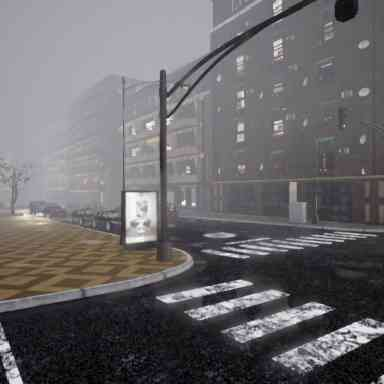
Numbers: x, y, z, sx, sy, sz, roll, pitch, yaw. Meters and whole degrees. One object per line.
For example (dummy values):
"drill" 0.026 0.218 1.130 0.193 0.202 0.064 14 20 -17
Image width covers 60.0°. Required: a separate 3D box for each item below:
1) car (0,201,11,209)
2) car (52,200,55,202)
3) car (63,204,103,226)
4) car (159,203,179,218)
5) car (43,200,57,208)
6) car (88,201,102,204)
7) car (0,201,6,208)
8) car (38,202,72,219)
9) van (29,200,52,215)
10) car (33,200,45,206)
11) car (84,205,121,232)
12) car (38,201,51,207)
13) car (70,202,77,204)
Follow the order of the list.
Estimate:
"car" -38.113 2.702 68.305 2.008 1.369 4.403 -2 0 -36
"car" -25.375 2.469 60.589 1.994 1.385 4.181 -1 -1 -36
"car" -8.840 1.968 27.617 2.008 1.369 4.403 -2 0 -36
"car" -3.154 1.823 34.492 1.967 1.590 4.097 -2 0 -36
"car" -31.326 2.526 73.216 1.967 1.590 4.097 -2 0 -36
"car" -15.001 2.118 50.657 1.967 1.590 4.097 -2 0 -36
"car" -44.641 2.861 77.329 1.887 1.381 4.507 -2 0 -36
"car" -14.916 2.114 36.094 1.887 1.381 4.507 -2 0 -36
"van" -19.834 2.034 42.982 1.690 1.788 3.998 -2 0 -36
"car" -37.851 2.796 82.241 1.887 1.381 4.507 -2 0 -36
"car" -5.576 1.887 23.105 2.008 1.369 4.403 -2 0 -36
"car" -34.586 2.734 77.728 1.947 1.339 4.313 -2 0 -36
"car" -21.530 2.423 59.679 1.802 1.307 4.206 -2 0 -36
